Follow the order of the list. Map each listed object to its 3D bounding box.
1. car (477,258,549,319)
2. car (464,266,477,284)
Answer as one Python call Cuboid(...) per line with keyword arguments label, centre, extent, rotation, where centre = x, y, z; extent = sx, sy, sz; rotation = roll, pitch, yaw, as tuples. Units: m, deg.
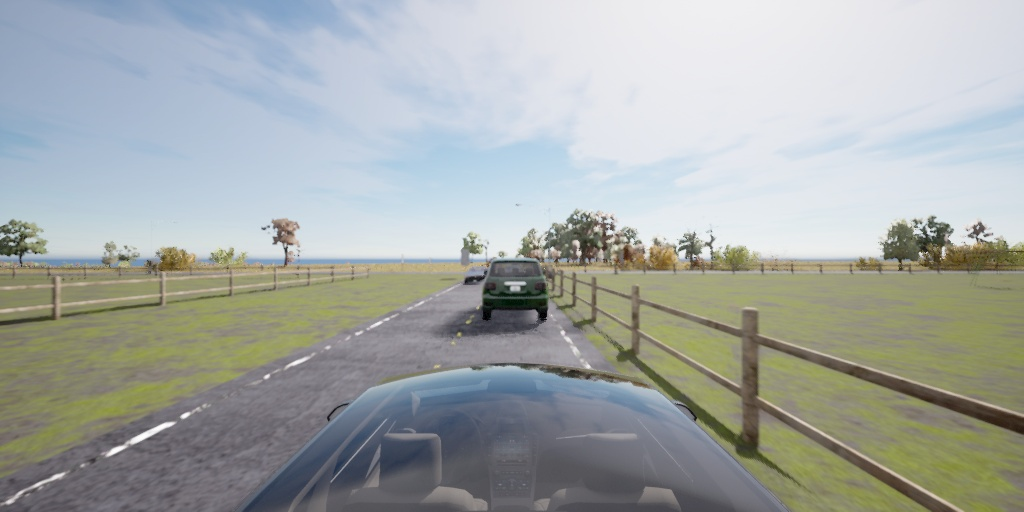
Cuboid(label="car", centre=(0.105, 1.084, 13.444), extent=(2.150, 2.045, 5.566), rotation=(0, 0, 0))
Cuboid(label="car", centre=(-2.824, 1.563, 30.002), extent=(2.033, 1.411, 5.357), rotation=(0, -1, 0))
